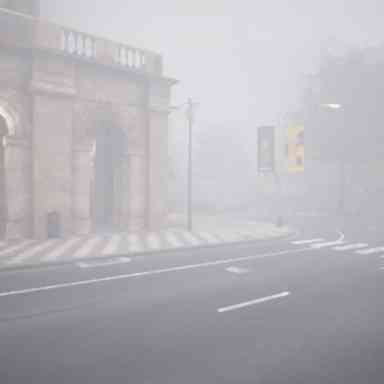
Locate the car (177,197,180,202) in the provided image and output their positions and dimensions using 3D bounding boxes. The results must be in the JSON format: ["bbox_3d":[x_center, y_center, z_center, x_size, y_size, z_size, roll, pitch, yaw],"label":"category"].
[{"bbox_3d":[-4.401,1.622,53.936,2.097,1.767,4.553,1,0,-35],"label":"car"}]

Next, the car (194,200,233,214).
[{"bbox_3d":[2.167,1.736,38.528,1.837,1.490,4.892,1,0,-35],"label":"car"}]

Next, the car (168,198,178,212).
[{"bbox_3d":[-4.142,1.800,42.004,1.895,1.301,4.718,1,0,-35],"label":"car"}]

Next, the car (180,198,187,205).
[{"bbox_3d":[-2.920,1.853,65.853,1.837,1.490,4.892,1,0,-35],"label":"car"}]

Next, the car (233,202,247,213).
[{"bbox_3d":[4.655,1.865,41.072,1.895,1.301,4.718,1,0,-35],"label":"car"}]
